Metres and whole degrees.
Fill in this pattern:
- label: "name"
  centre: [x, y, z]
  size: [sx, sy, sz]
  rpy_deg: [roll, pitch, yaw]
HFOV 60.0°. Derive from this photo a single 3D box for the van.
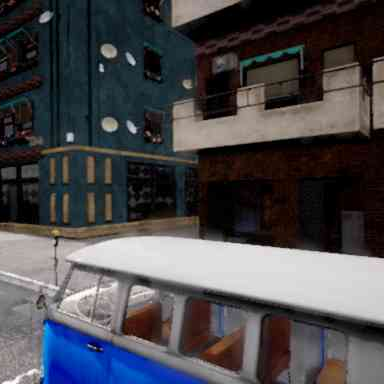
- label: "van"
  centre: [0.458, 1.343, 2.566]
  size: [3.998, 1.788, 1.690]
  rpy_deg: [0, -1, 36]
